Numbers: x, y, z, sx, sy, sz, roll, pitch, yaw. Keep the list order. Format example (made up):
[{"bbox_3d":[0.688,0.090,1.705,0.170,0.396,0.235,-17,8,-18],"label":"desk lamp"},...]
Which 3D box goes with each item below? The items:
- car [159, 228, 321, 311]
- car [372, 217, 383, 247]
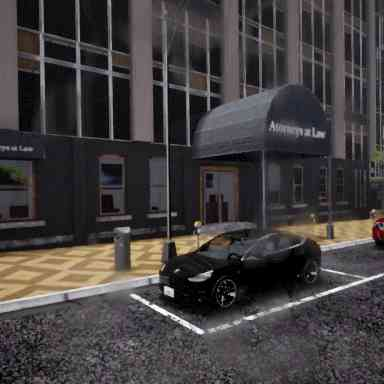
[{"bbox_3d":[1.290,1.564,7.777,4.313,1.339,1.947,0,-1,-37],"label":"car"},{"bbox_3d":[9.571,1.310,13.973,5.009,1.841,2.192,0,-1,-37],"label":"car"}]
